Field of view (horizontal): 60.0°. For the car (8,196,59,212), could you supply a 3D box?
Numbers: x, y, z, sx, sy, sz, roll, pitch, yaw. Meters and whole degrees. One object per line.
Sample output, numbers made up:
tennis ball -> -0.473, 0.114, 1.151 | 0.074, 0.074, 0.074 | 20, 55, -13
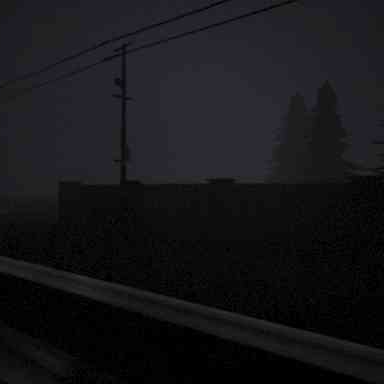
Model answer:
car -> -16.019, 1.225, 34.202 | 5.008, 1.535, 1.882 | 0, 0, -27
